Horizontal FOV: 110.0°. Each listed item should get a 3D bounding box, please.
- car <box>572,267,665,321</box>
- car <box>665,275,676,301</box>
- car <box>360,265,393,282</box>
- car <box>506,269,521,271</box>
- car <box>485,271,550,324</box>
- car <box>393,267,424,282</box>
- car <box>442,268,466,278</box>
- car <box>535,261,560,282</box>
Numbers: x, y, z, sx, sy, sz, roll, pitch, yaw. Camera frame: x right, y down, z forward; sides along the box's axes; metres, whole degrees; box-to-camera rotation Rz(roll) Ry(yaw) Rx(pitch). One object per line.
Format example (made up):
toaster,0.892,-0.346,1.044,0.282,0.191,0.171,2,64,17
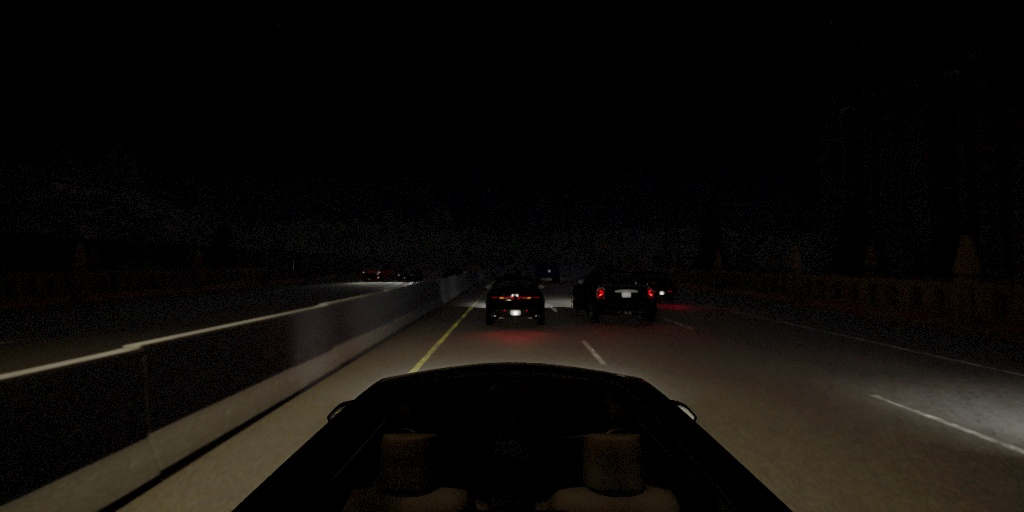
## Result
car,3.600,1.280,13.397,2.097,1.767,4.553,0,-1,0
car,7.101,1.544,19.418,1.837,1.490,4.892,0,-1,0
car,-14.064,1.724,37.524,2.097,1.767,4.553,0,-1,0
car,0.102,1.800,31.006,2.033,1.411,5.357,0,-1,0
car,0.101,1.421,12.718,1.837,1.490,4.892,0,-1,0
car,-10.576,1.901,37.647,1.812,1.442,4.674,0,-1,0
car,-7.040,2.073,42.875,1.895,1.301,4.718,0,-1,1
car,3.603,1.588,37.142,2.150,2.045,5.566,0,-1,0
